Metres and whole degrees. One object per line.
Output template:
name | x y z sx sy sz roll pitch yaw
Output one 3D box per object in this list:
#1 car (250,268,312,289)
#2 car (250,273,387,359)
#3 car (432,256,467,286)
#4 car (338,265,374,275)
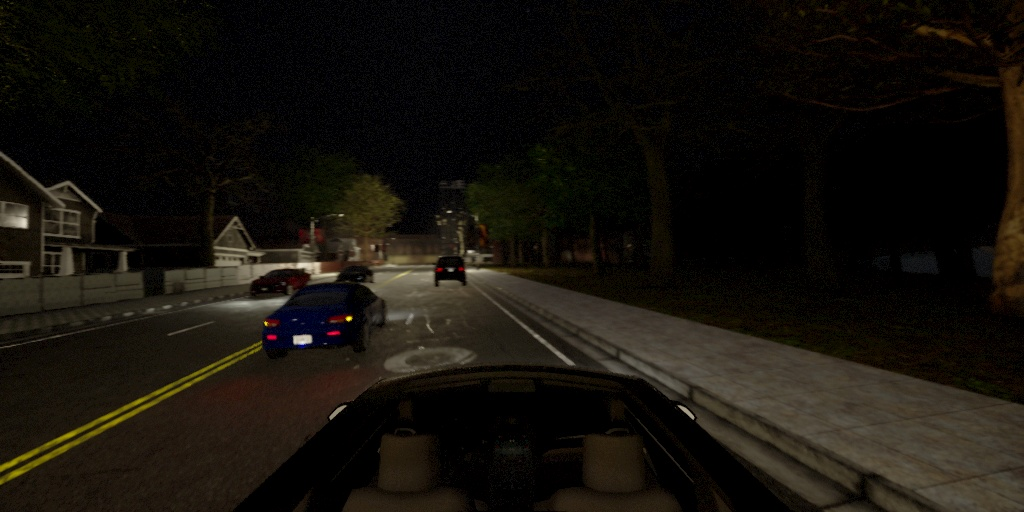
car | -13.763 1.508 21.638 1.882 1.535 5.008 -1 0 -12
car | -4.283 1.358 8.781 1.812 1.442 4.674 -1 0 -12
car | -4.540 1.013 26.092 2.150 2.045 5.566 -1 1 -12
car | -11.417 1.438 26.368 1.882 1.535 5.008 -1 0 -12
